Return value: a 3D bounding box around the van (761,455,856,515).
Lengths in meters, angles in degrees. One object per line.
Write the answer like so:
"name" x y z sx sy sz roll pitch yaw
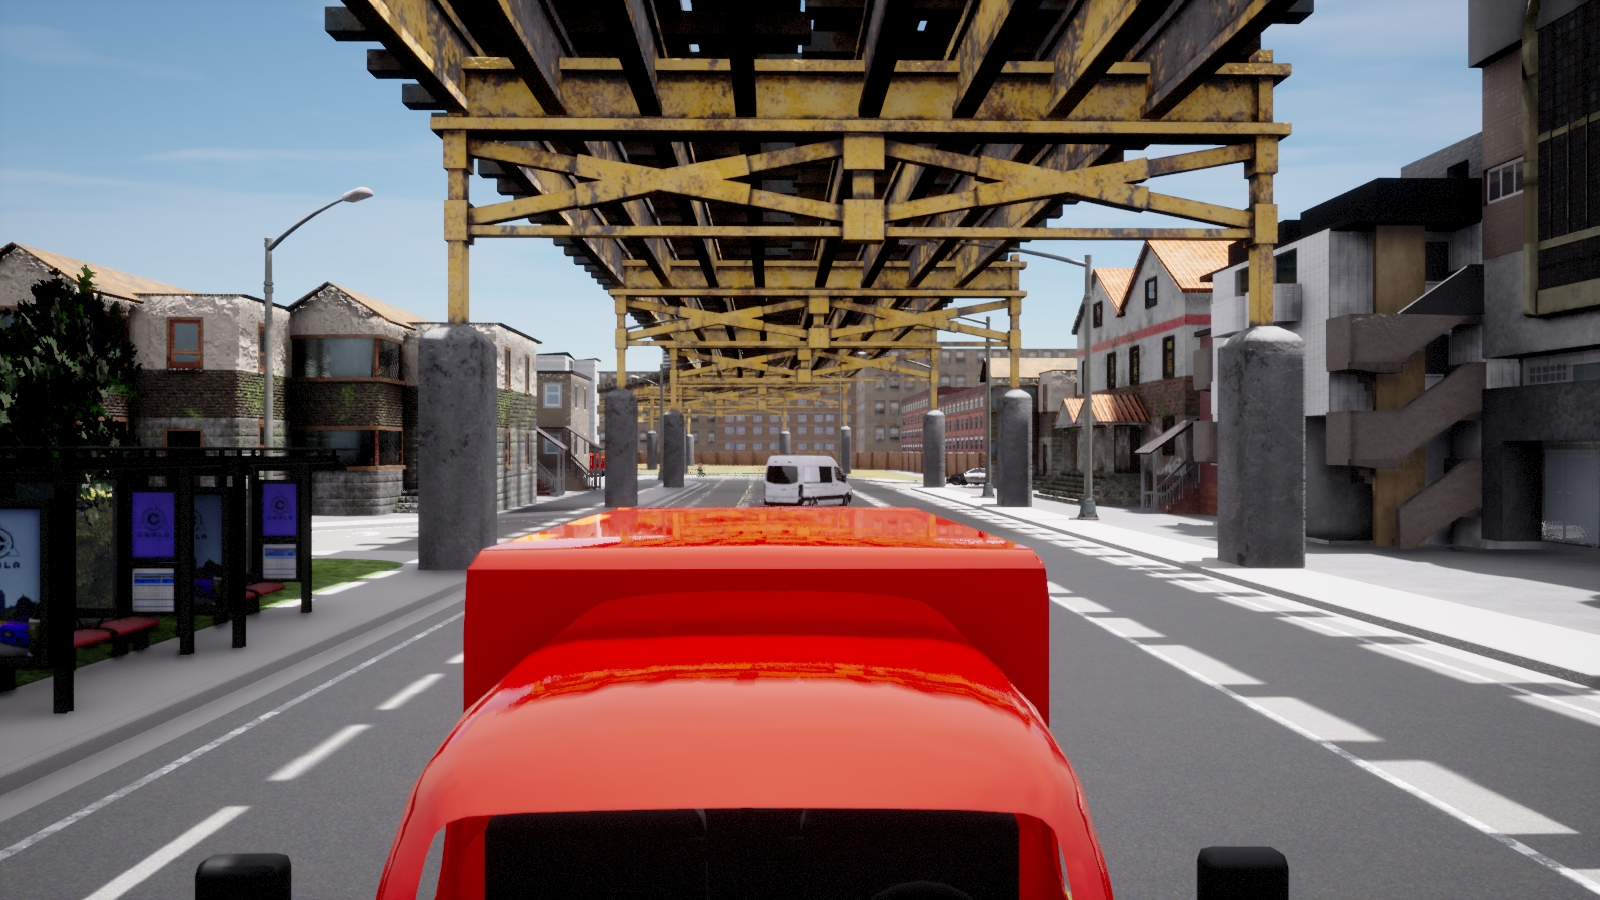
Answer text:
"van" 0.473 1.534 53.109 1.988 2.561 5.915 1 0 26

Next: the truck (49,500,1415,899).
"truck" -0.167 1.565 4.803 2.627 2.467 5.204 0 0 -1
